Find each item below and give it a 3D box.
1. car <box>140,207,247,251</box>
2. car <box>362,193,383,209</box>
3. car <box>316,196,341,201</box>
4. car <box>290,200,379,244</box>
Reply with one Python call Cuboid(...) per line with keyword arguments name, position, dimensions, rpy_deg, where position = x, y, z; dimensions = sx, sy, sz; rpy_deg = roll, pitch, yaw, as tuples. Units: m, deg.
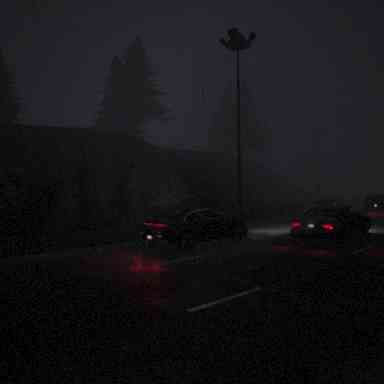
Cuboid(name="car", position=(0.250, 1.338, 13.468), dimensions=(4.902, 1.511, 2.128), rpy_deg=(-2, 1, -43))
Cuboid(name="car", position=(17.041, 0.877, 30.973), dimensions=(1.837, 1.490, 4.892), rpy_deg=(0, 1, 28))
Cuboid(name="car", position=(11.362, 1.028, 27.777), dimensions=(1.812, 1.442, 4.674), rpy_deg=(0, 1, 30))
Cuboid(name="car", position=(6.174, 1.285, 14.451), dimensions=(2.033, 1.411, 5.357), rpy_deg=(0, 1, 42))
